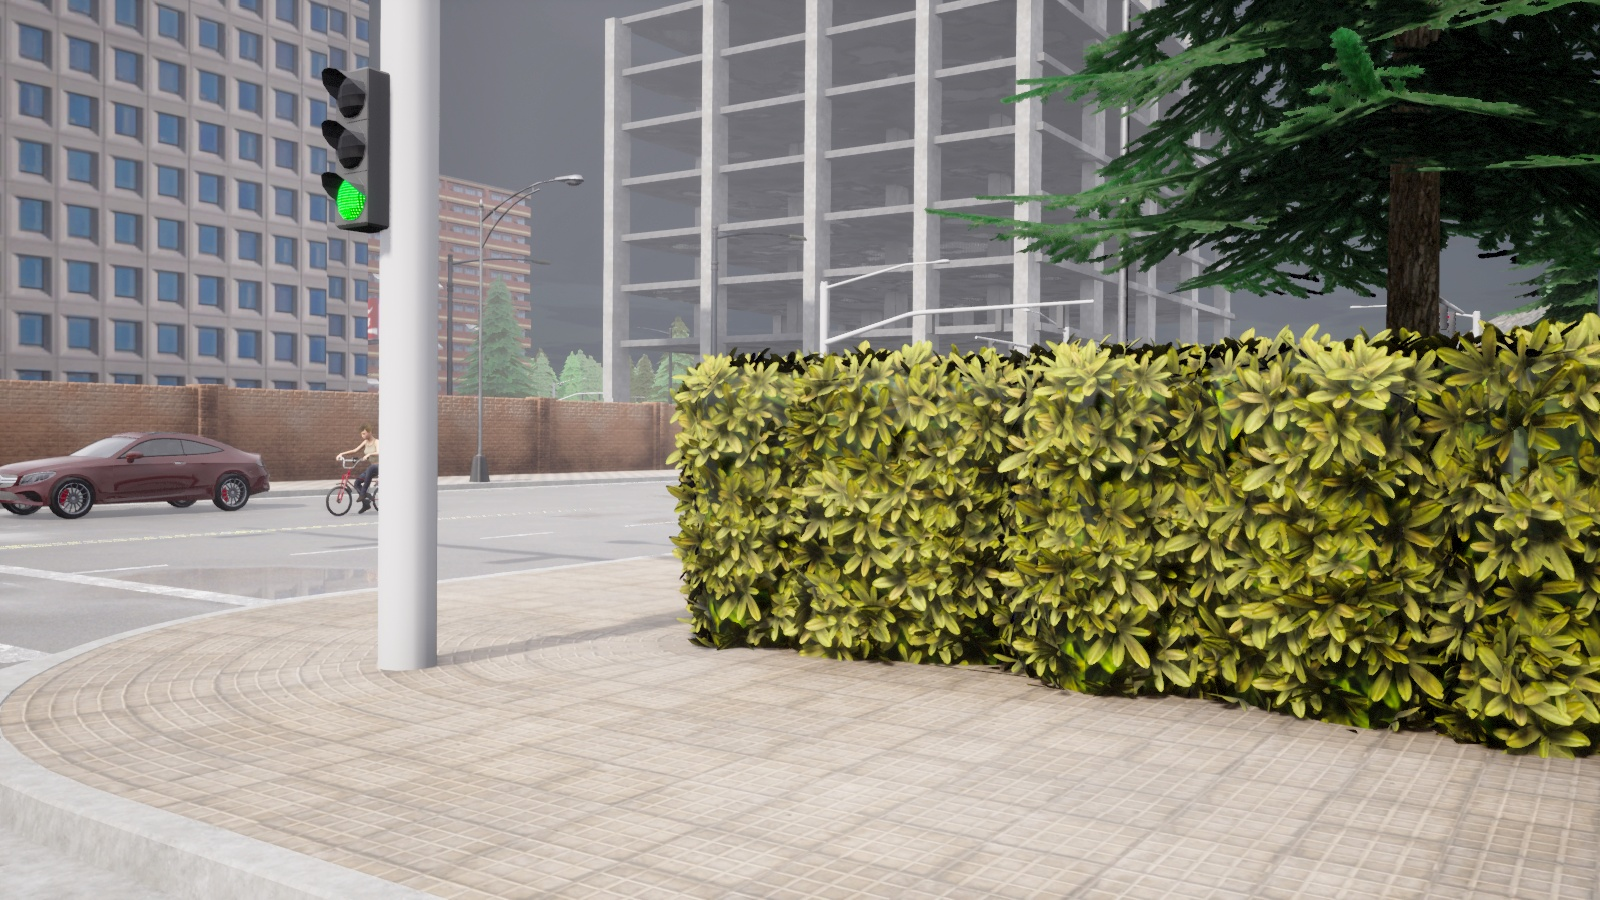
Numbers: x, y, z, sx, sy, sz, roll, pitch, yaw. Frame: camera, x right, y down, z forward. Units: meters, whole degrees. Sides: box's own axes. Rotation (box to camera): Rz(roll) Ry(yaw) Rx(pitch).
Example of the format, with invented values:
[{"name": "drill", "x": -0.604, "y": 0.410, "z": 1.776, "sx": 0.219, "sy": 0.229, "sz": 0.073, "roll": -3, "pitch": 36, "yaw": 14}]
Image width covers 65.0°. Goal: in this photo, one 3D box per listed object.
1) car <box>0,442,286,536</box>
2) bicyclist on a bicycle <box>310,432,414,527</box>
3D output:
[{"name": "car", "x": -11.841, "y": 0.613, "z": 22.469, "sx": 1.812, "sy": 1.442, "sz": 4.674, "roll": 0, "pitch": 1, "yaw": 33}, {"name": "bicyclist on a bicycle", "x": -7.757, "y": 0.489, "z": 22.290, "sx": 0.866, "sy": 1.612, "sz": 1.509, "roll": 0, "pitch": 1, "yaw": 34}]
